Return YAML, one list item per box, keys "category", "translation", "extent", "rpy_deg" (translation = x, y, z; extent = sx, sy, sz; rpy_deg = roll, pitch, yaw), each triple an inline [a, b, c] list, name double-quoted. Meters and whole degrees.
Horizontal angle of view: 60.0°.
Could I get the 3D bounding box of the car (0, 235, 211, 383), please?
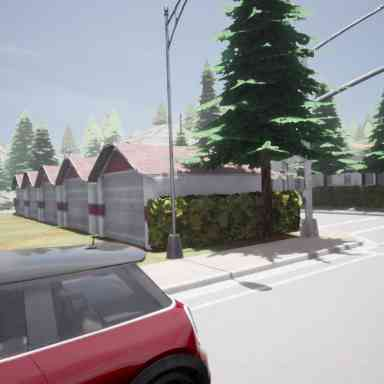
- category: "car"
  translation: [-2.108, 1.355, 2.491]
  extent: [4.553, 1.767, 2.097]
  rpy_deg: [-2, 1, -36]
